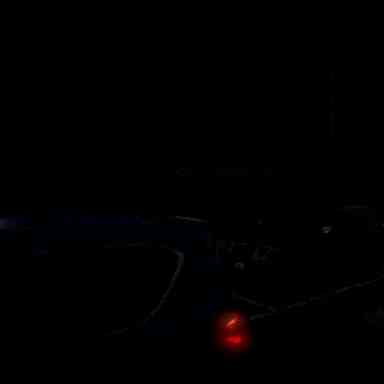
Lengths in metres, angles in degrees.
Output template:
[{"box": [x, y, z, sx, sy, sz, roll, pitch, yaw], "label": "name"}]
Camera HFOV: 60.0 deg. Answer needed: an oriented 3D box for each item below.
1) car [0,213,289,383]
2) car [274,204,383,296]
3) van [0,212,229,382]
[{"box": [-2.159, 1.225, 1.843, 5.566, 2.045, 2.150, 0, 0, -35], "label": "car"}, {"box": [3.086, 1.280, 8.735, 5.009, 1.841, 2.192, 0, 0, -35], "label": "car"}, {"box": [-1.466, 1.332, 5.499, 3.998, 1.788, 1.690, 0, 0, -35], "label": "van"}]
